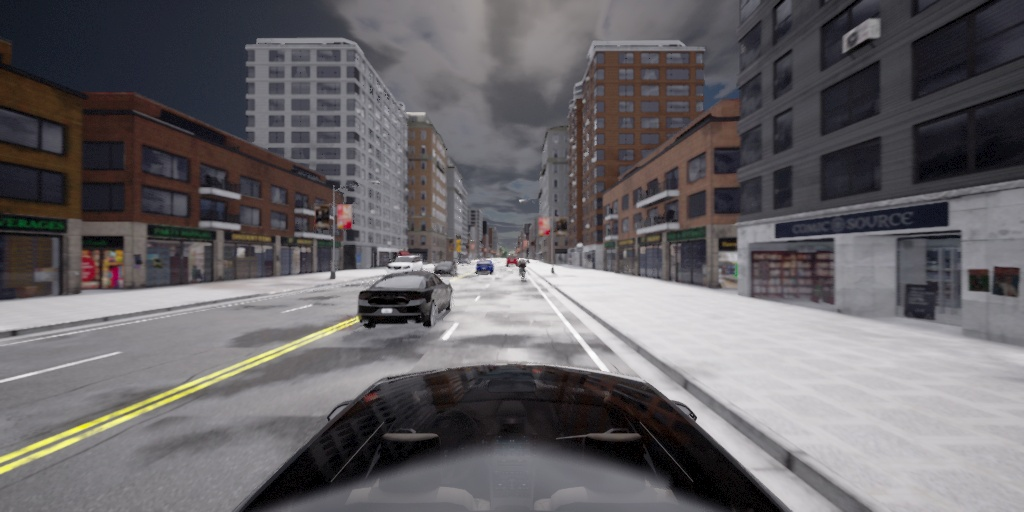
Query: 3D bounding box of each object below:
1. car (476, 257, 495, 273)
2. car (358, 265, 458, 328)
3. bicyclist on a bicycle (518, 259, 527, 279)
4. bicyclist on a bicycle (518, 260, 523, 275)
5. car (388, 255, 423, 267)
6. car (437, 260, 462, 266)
[{"bbox_3d":[-3.141,1.225,42.599,1.882,1.535,5.008,0,0,0],"label":"car"},{"bbox_3d":[-3.148,1.226,11.494,1.882,1.535,5.008,0,0,0],"label":"car"},{"bbox_3d":[0.899,1.118,29.339,0.659,1.776,1.843,0,0,0],"label":"bicyclist on a bicycle"},{"bbox_3d":[0.901,1.201,38.815,0.582,1.620,1.656,0,0,0],"label":"bicyclist on a bicycle"},{"bbox_3d":[-9.835,0.967,33.429,2.150,2.045,5.566,0,0,0],"label":"car"},{"bbox_3d":[-6.583,1.252,35.832,1.837,1.490,4.892,0,0,0],"label":"car"}]
